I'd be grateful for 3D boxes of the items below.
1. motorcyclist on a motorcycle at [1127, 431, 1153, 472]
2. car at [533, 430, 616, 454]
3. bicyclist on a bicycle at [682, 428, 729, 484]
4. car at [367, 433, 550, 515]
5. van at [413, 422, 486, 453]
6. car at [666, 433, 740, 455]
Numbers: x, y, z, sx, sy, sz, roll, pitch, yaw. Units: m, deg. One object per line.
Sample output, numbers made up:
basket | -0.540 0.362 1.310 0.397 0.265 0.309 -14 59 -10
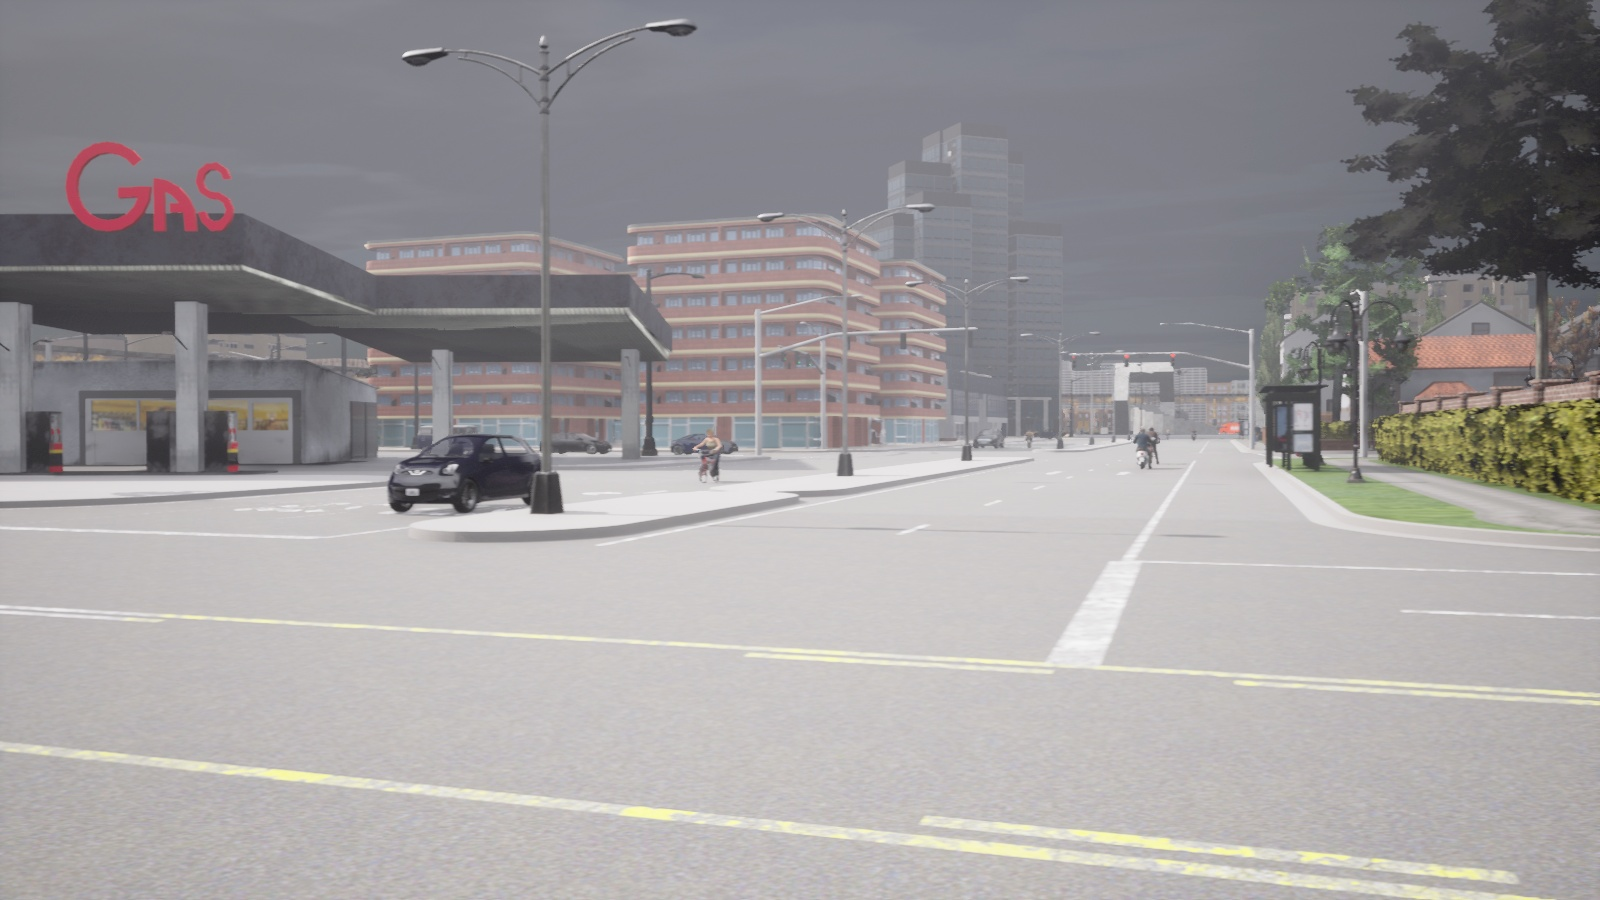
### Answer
motorcyclist on a motorcycle | 13.273 0.046 48.925 0.866 1.590 1.817 1 1 18
car | -14.607 -0.531 81.361 4.792 1.488 2.163 1 1 17
bicyclist on a bicycle | -2.786 0.159 37.088 0.866 1.612 1.509 1 1 18
car | -6.738 0.412 25.186 1.845 1.501 3.633 1 1 18
van | -23.497 -0.857 84.152 4.442 1.987 1.775 1 1 17
car | -6.050 -0.391 78.633 4.181 1.385 1.994 0 1 16
